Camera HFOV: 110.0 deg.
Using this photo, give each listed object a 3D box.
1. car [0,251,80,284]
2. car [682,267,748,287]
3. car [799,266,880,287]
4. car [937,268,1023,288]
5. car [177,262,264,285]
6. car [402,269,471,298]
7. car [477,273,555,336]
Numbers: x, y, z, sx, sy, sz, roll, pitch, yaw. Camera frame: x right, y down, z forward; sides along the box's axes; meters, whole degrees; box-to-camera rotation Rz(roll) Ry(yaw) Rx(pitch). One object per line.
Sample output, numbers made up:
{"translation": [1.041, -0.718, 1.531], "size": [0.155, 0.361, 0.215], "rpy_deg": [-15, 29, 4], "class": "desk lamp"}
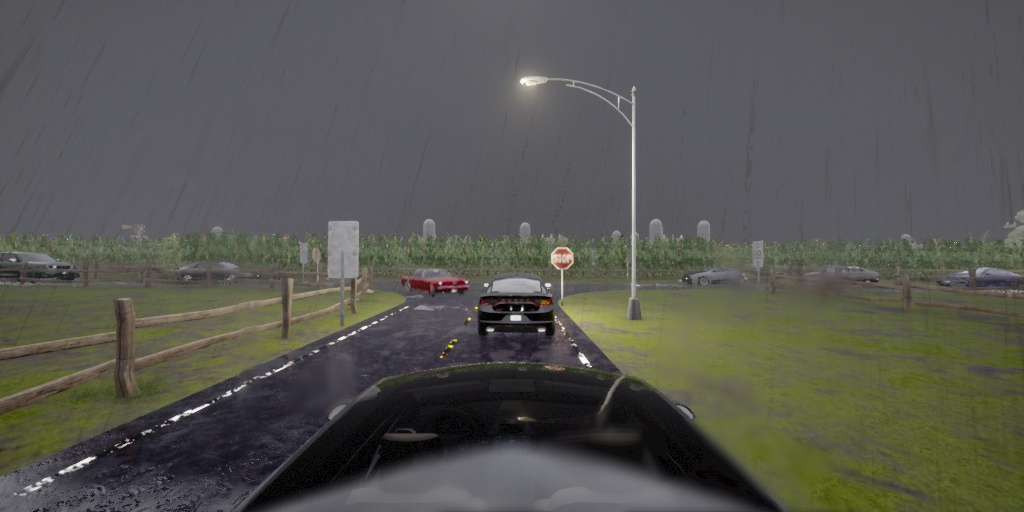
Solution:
{"translation": [-31.970, 0.742, 23.498], "size": [5.566, 2.045, 2.150], "rpy_deg": [0, -1, 0], "class": "car"}
{"translation": [14.712, 1.470, 26.111], "size": [4.181, 1.385, 1.994], "rpy_deg": [0, -1, 1], "class": "car"}
{"translation": [23.655, 1.471, 26.045], "size": [4.902, 1.511, 2.128], "rpy_deg": [0, -1, 0], "class": "car"}
{"translation": [33.843, 1.592, 25.965], "size": [4.674, 1.442, 1.812], "rpy_deg": [1, -1, 1], "class": "car"}
{"translation": [-18.942, 1.112, 23.398], "size": [4.892, 1.490, 1.837], "rpy_deg": [0, -1, 0], "class": "car"}
{"translation": [-4.086, 1.346, 18.909], "size": [1.895, 1.301, 4.718], "rpy_deg": [0, 0, -38], "class": "car"}
{"translation": [0.150, 1.230, 10.469], "size": [1.882, 1.535, 5.008], "rpy_deg": [0, 0, 2], "class": "car"}
